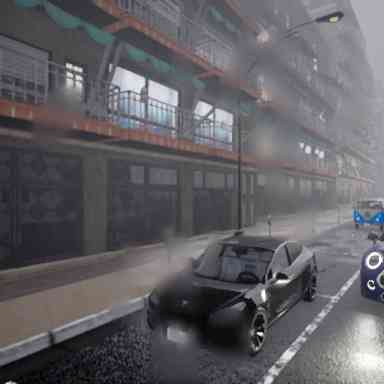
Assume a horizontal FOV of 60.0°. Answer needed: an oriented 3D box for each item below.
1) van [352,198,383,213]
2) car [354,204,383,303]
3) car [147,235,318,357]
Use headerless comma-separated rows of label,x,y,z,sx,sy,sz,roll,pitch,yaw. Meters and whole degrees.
van,10.903,1.281,20.122,1.690,1.788,3.998,1,1,35
car,5.276,1.324,7.560,2.097,1.767,4.553,0,0,35
car,1.061,1.563,6.244,1.947,1.339,4.313,1,1,35
